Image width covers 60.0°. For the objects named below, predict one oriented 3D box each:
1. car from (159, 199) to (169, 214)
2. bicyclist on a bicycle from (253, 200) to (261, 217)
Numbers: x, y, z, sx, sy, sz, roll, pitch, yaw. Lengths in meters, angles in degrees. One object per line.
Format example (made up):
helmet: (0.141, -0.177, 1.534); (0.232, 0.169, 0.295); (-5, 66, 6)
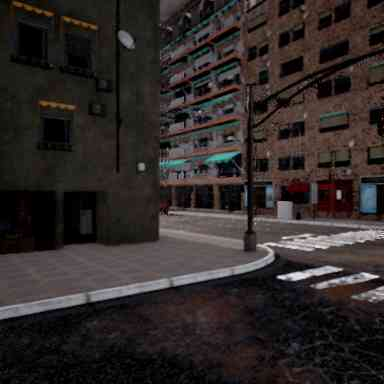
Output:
car: (-4.721, 1.775, 41.447); (2.192, 1.841, 5.009); (-1, 0, -36)
bicyclist on a bicycle: (5.968, 1.595, 31.753); (1.656, 1.620, 0.582); (0, 0, -36)
